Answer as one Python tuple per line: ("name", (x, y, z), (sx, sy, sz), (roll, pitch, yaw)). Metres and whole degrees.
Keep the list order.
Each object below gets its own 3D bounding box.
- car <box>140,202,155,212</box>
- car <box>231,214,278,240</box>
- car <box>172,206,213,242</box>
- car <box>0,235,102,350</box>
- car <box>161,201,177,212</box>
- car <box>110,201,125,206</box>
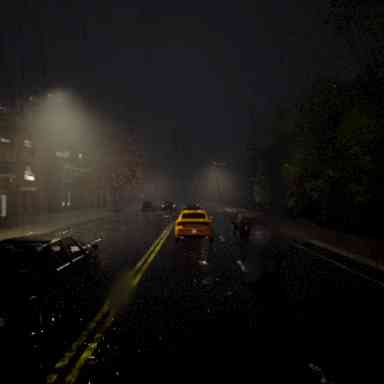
("car", (-6.634, 2.233, 49.953), (1.837, 1.490, 4.892), (0, -1, 0))
("car", (3.353, 1.877, 18.871), (1.895, 1.301, 4.718), (0, -1, 0))
("car", (0.102, 1.743, 18.189), (1.882, 1.535, 5.008), (0, -1, 0))
("car", (-3.351, 1.649, 6.862), (2.033, 1.411, 5.357), (0, -1, 0))
("car", (-3.384, 2.076, 49.862), (2.097, 1.767, 4.553), (0, -1, 0))
("car", (-20.681, 3.147, 91.273), (4.313, 1.339, 1.947), (-1, 0, -1))
